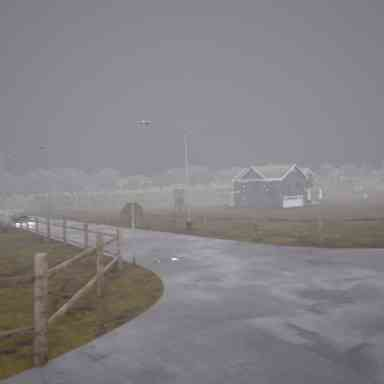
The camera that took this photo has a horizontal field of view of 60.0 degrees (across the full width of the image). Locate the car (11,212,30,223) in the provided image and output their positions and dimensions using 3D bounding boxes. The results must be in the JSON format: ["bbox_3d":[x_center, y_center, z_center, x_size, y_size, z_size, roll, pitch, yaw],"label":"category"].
[{"bbox_3d":[-23.849,3.496,46.214,1.895,1.301,4.718,-2,-1,-36],"label":"car"}]
